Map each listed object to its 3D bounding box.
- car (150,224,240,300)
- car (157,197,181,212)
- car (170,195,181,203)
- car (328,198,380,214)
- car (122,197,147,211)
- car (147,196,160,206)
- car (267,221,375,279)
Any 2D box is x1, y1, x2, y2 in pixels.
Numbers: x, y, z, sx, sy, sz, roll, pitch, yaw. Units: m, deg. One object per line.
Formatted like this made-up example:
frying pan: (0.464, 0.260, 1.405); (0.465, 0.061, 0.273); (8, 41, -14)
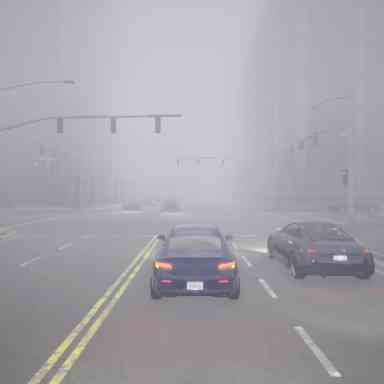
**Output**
car: (0.078, 1.526, 8.293); (1.812, 1.442, 4.674); (0, 0, 1)
car: (-2.609, 1.587, 39.140); (1.895, 1.301, 4.718); (0, -1, -12)
car: (-3.343, 1.511, 69.361); (2.128, 1.511, 4.902); (0, 0, 0)
car: (16.784, 1.422, 34.535); (5.008, 1.535, 1.882); (0, 0, 0)
car: (-7.007, 1.560, 39.927); (1.994, 1.385, 4.181); (0, 0, 0)
car: (-6.970, 1.547, 53.848); (2.033, 1.411, 5.357); (0, 0, 0)
car: (3.594, 1.564, 10.029); (1.994, 1.385, 4.181); (0, 0, 0)
